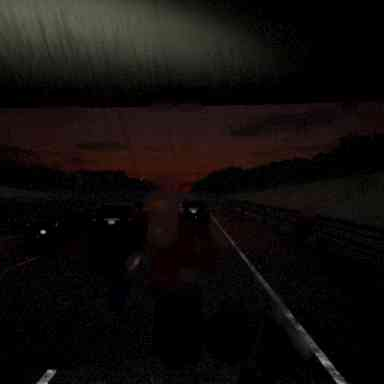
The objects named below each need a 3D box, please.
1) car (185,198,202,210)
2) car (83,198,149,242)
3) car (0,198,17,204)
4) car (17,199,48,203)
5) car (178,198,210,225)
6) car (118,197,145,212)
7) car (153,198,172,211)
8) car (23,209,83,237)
[{"bbox_3d":[0.133,1.452,41.978,2.033,1.411,5.357,0,0,0],"label":"car"},{"bbox_3d":[-3.387,1.298,16.130,2.097,1.767,4.553,0,0,0],"label":"car"},{"bbox_3d":[-21.065,1.384,37.430,1.882,1.535,5.008,0,0,0],"label":"car"},{"bbox_3d":[-17.564,1.507,37.960,1.895,1.301,4.718,0,0,0],"label":"car"},{"bbox_3d":[0.119,1.280,23.591,2.097,1.767,4.553,0,0,0],"label":"car"},{"bbox_3d":[-6.869,1.398,38.263,2.128,1.511,4.902,0,0,0],"label":"car"},{"bbox_3d":[-3.369,1.384,38.656,1.882,1.535,5.008,0,0,0],"label":"car"},{"bbox_3d":[-6.885,1.543,17.621,1.895,1.301,4.718,0,0,0],"label":"car"}]
